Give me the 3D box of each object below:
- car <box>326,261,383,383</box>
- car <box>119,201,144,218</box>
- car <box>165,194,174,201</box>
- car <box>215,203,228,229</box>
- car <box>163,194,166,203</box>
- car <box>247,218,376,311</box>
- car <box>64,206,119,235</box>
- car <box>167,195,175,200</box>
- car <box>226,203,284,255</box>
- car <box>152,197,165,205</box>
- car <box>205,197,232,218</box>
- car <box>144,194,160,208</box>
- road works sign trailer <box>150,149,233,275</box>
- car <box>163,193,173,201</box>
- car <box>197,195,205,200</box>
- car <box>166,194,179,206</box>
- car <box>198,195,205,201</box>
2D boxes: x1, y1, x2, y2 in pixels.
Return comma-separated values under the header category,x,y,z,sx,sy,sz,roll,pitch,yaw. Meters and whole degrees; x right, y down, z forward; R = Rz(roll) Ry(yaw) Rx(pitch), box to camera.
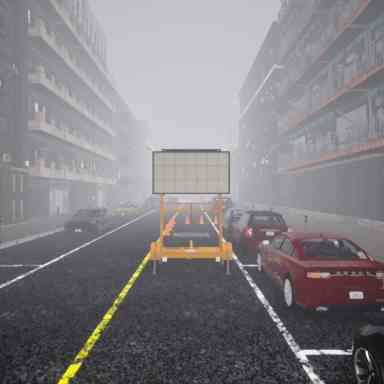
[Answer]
category,x,y,z,sx,sy,sz,roll,pitch,yaw
car,2.686,1.566,2.013,1.947,1.339,4.313,0,0,0
car,-5.752,1.522,30.011,1.752,1.417,4.829,0,0,0
car,-5.869,1.412,86.545,1.967,1.590,4.097,0,0,0
car,2.652,1.550,18.922,2.008,1.369,4.403,0,0,0
car,-5.798,1.304,52.727,2.192,1.841,5.009,0,0,0
car,2.675,1.545,7.649,1.887,1.381,4.507,0,0,0
car,-5.729,1.565,18.908,1.947,1.339,4.313,0,0,0
car,-5.880,1.514,92.182,1.887,1.381,4.507,0,0,0
car,2.664,1.440,13.286,1.967,1.590,4.097,0,0,0
car,-5.811,1.568,58.364,1.802,1.307,4.206,0,0,0
car,2.630,1.312,30.195,2.192,1.841,5.009,0,0,0
car,-5.787,1.431,47.091,1.967,1.590,4.097,0,0,0
road works sign trailer,-0.022,0.464,10.413,2.380,3.560,2.880,0,0,0
car,-5.856,1.290,80.909,2.192,1.841,5.009,0,0,0
car,2.500,1.514,92.195,1.887,1.381,4.507,0,0,0
car,-3.111,1.466,53.129,1.882,1.535,5.008,0,0,0
car,2.523,1.501,81.093,1.752,1.417,4.829,0,0,0
